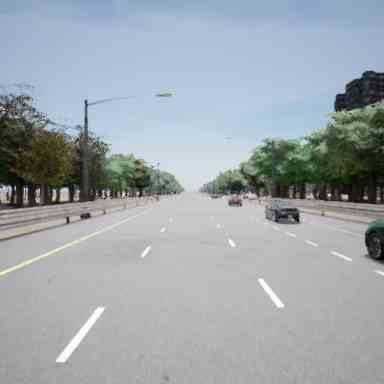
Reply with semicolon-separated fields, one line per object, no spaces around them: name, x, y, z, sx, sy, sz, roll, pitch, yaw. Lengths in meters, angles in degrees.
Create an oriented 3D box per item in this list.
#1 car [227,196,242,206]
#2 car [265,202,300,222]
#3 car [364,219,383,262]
car;7.137;1.396;56.463;2.097;1.767;4.553;0;0;0
car;7.026;1.524;26.173;1.837;1.490;4.892;0;0;0
car;7.000;1.226;9.075;2.150;2.045;5.566;0;0;0
